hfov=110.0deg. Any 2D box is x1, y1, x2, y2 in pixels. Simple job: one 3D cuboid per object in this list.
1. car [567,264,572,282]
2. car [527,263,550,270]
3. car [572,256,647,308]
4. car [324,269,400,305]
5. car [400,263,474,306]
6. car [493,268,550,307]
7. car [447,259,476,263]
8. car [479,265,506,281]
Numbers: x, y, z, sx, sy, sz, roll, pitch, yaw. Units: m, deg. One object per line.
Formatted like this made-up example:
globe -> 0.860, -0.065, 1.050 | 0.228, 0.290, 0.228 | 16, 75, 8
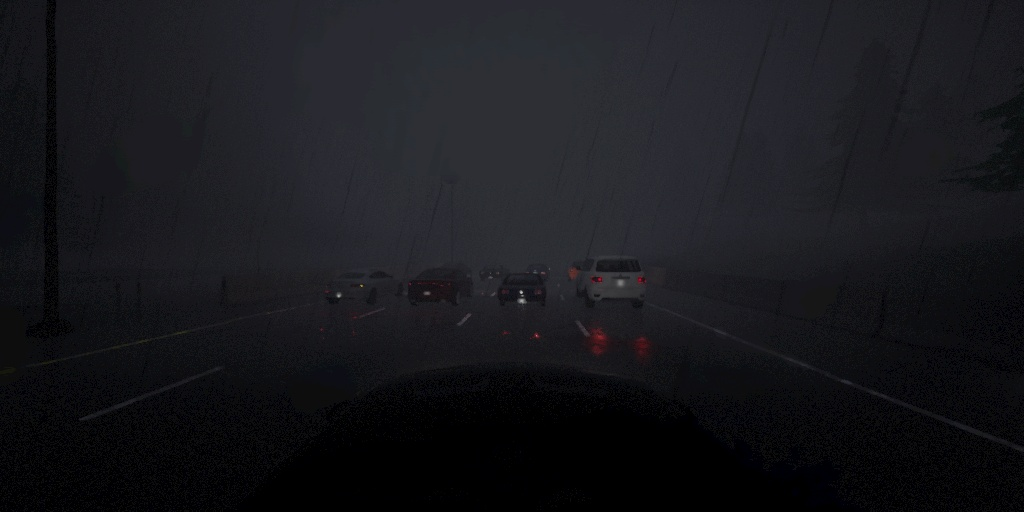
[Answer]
car -> 5.567, 1.116, 28.934 | 2.097, 1.767, 4.553 | 0, 0, 9
car -> 2.111, 1.313, 29.488 | 2.033, 1.411, 5.357 | 0, 0, 9
car -> 4.019, 1.008, 15.272 | 2.150, 2.045, 5.566 | 0, 0, 4
car -> -6.454, 1.283, 16.030 | 1.812, 1.442, 4.674 | 0, 0, 4
car -> -2.964, 1.235, 15.768 | 1.882, 1.535, 5.008 | 0, 0, 4
car -> 0.529, 1.366, 15.535 | 1.895, 1.301, 4.718 | 0, 0, 4
car -> -4.810, 1.235, 30.538 | 1.882, 1.535, 5.008 | 0, 0, 9
car -> -1.345, 1.366, 30.043 | 1.895, 1.301, 4.718 | 0, 0, 9
